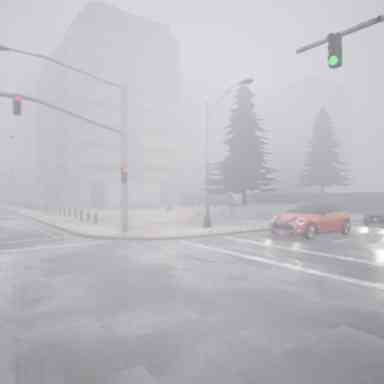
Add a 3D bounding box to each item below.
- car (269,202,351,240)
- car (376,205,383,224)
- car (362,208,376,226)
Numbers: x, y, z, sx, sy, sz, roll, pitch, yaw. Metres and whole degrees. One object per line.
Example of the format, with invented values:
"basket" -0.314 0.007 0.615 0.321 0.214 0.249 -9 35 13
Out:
"car" 6.037 1.323 16.887 4.553 1.767 2.097 0 0 -35
"car" 11.392 1.440 16.397 5.008 1.535 1.882 0 0 -35
"car" 13.069 1.517 21.891 4.181 1.385 1.994 0 0 -35
